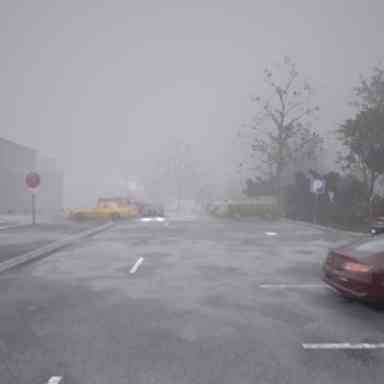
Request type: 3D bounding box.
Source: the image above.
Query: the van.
[{"bbox_3d":[4.760,1.339,27.474,4.442,1.987,1.878,0,-1,-1],"label":"van"}]

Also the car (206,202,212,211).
[{"bbox_3d":[4.746,1.524,38.647,5.566,2.045,2.435,0,-2,-1],"label":"car"}]

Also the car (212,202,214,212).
[{"bbox_3d":[5.013,1.651,32.928,5.366,1.575,1.946,0,-1,-1],"label":"car"}]

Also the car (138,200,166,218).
[{"bbox_3d":[-3.598,1.719,31.761,1.994,1.385,4.181,0,-1,0],"label":"car"}]

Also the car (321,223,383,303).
[{"bbox_3d":[5.039,1.505,6.678,4.674,1.452,2.002,0,0,0],"label":"car"}]

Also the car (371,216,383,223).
[{"bbox_3d":[10.733,1.682,15.050,4.892,1.490,1.837,3,-1,5],"label":"car"}]

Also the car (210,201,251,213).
[{"bbox_3d":[4.730,1.851,41.432,4.892,1.521,2.231,0,-2,-1],"label":"car"}]

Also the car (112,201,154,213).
[{"bbox_3d":[-7.551,1.899,43.065,5.008,1.535,2.097,0,-2,-1],"label":"car"}]

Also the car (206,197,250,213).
[{"bbox_3d":[4.671,1.673,44.107,5.566,2.045,2.435,0,-2,-1],"label":"car"}]

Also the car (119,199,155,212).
[{"bbox_3d":[-7.567,1.859,46.103,4.553,1.767,2.185,0,-2,-1],"label":"car"}]

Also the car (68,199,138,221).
[{"bbox_3d":[-7.581,1.573,28.005,5.366,1.575,1.946,0,-1,-1],"label":"car"}]

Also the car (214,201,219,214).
[{"bbox_3d":[5.036,1.605,30.267,5.366,1.575,1.946,0,-1,-1],"label":"car"}]

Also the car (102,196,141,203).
[{"bbox_3d":[-7.487,1.566,40.156,5.566,2.045,2.435,0,-1,-1],"label":"car"}]
